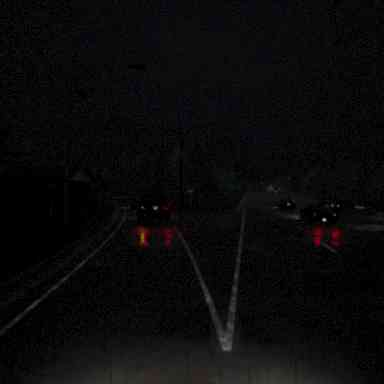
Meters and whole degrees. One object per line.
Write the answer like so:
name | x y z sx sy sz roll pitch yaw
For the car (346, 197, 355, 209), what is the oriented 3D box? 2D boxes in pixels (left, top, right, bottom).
car | 19.221 1.362 42.565 1.882 1.535 5.008 0 0 9

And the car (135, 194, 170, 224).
car | -2.940 1.190 24.954 2.150 2.045 5.566 0 0 -11

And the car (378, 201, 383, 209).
car | 11.417 1.422 16.603 1.882 1.535 5.008 0 0 9

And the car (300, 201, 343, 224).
car | 9.117 1.540 24.198 1.895 1.301 4.718 0 0 9

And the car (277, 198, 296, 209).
car | 12.161 1.466 42.772 1.994 1.385 4.181 0 0 9

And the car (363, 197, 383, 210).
car | 22.409 1.371 40.381 2.128 1.511 4.902 0 0 9

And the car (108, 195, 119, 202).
car | -18.341 1.420 77.199 1.837 1.490 4.892 0 0 -24

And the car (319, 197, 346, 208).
car | 14.629 1.453 36.194 2.033 1.411 5.357 0 0 9

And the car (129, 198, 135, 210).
car | -7.042 1.514 43.420 1.994 1.385 4.181 0 0 -14
